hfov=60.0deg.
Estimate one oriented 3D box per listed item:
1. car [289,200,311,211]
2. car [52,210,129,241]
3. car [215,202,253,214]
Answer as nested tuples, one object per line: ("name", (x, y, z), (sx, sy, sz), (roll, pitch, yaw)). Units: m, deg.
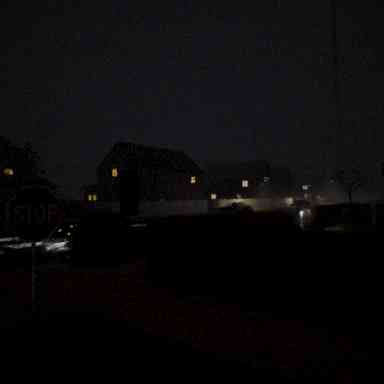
("car", (14.999, 1.874, 46.075), (1.837, 1.490, 4.892), (0, 0, 35))
("car", (-5.221, 1.661, 17.624), (1.994, 1.385, 4.181), (0, 0, 35))
("car", (3.883, 1.686, 30.505), (2.128, 1.511, 4.902), (0, 0, 35))
